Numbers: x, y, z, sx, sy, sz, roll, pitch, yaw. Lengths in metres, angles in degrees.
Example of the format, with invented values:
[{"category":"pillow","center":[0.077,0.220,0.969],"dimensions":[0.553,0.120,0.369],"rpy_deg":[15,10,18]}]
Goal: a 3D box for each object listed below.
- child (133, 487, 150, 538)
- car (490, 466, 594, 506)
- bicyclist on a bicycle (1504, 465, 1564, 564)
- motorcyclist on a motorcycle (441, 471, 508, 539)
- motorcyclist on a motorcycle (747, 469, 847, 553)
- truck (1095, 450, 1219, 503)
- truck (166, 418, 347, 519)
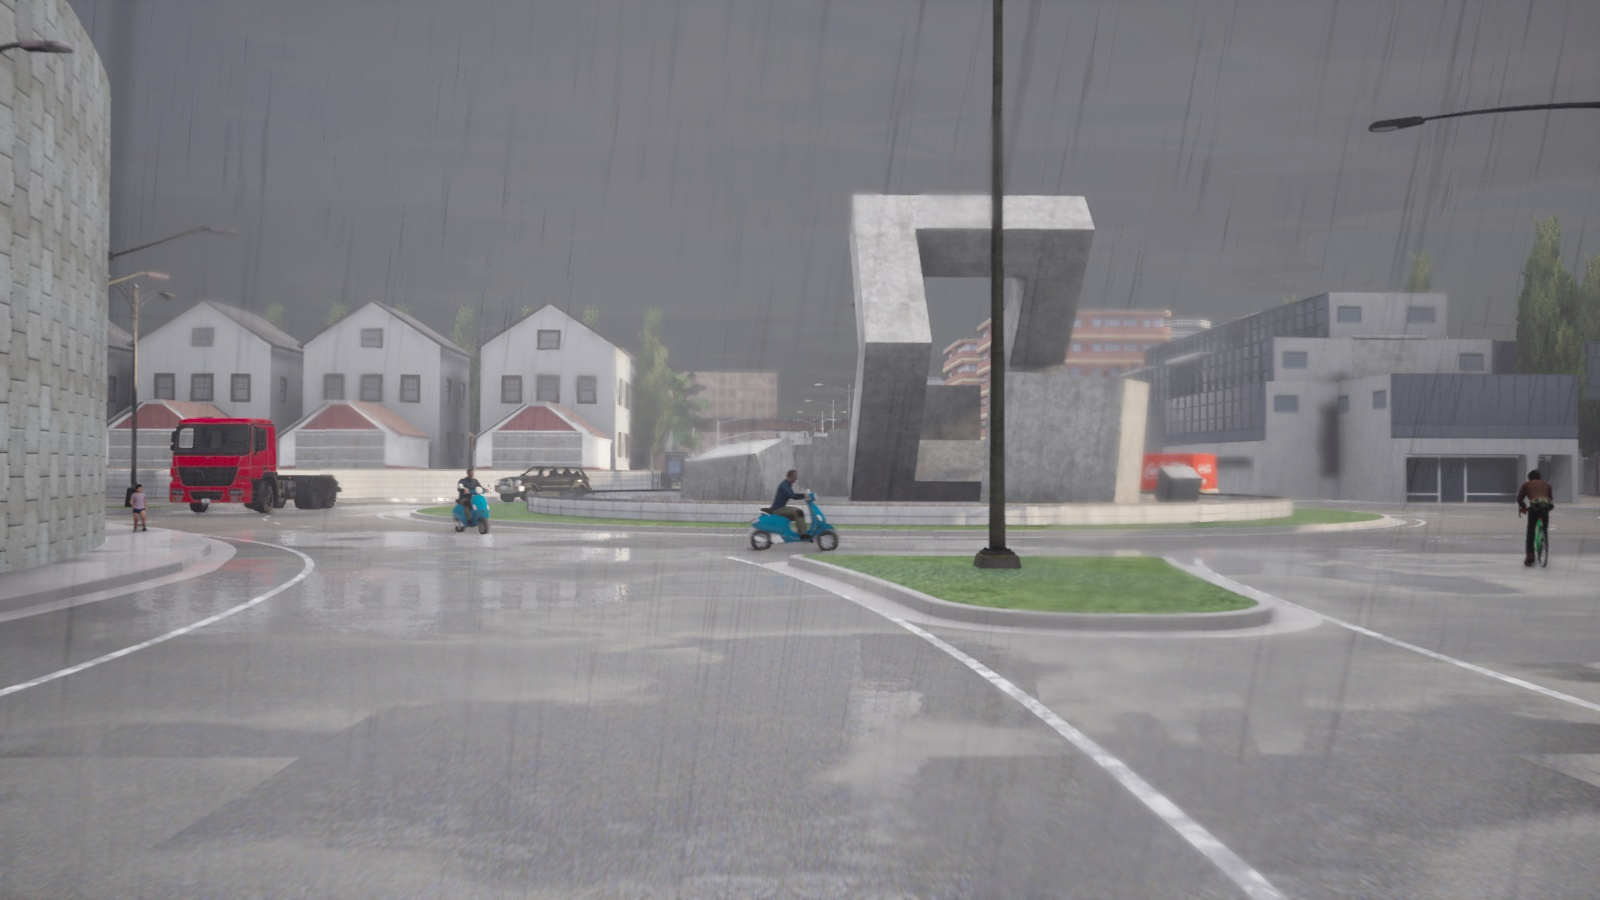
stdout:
[{"category":"child","center":[-14.556,1.372,27.749],"dimensions":[0.255,1.110,0.394],"rpy_deg":[1,-1,-41]},{"category":"car","center":[-12.188,1.676,59.503],"dimensions":[1.932,1.855,4.605],"rpy_deg":[-1,-1,41]},{"category":"bicyclist on a bicycle","center":[12.493,1.076,21.413],"dimensions":[0.582,1.620,1.656],"rpy_deg":[0,-1,19]},{"category":"motorcyclist on a motorcycle","center":[-7.908,1.309,30.469],"dimensions":[0.866,1.590,1.817],"rpy_deg":[0,-1,-40]},{"category":"motorcyclist on a motorcycle","center":[-0.058,1.177,24.420],"dimensions":[1.817,1.590,0.866],"rpy_deg":[0,-2,10]},{"category":"truck","center":[17.350,1.284,61.241],"dimensions":[2.627,2.467,5.204],"rpy_deg":[1,-2,-42]},{"category":"truck","center":[-20.040,0.698,46.952],"dimensions":[2.891,3.462,7.936],"rpy_deg":[0,-1,4]}]
